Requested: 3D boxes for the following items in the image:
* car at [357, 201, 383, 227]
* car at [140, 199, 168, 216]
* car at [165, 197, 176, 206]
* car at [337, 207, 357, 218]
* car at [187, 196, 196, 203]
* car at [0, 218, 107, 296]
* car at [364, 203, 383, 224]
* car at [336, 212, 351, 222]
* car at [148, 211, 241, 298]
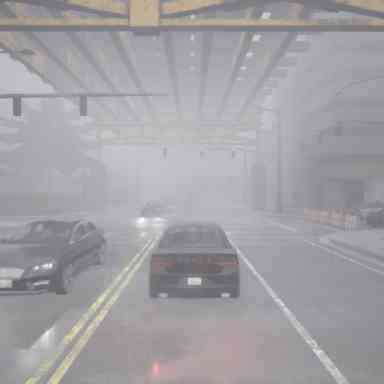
[{"bbox_3d":[13.212,1.450,20.851,4.974,1.542,2.038,0,0,-20],"label":"car"},{"bbox_3d":[-3.739,1.598,32.105,1.895,1.301,4.718,0,0,1],"label":"car"},{"bbox_3d":[-3.699,1.542,54.959,2.033,1.411,5.357,0,0,0],"label":"car"},{"bbox_3d":[13.575,1.293,24.990,4.536,1.218,1.853,0,0,25],"label":"car"},{"bbox_3d":[-0.063,1.485,66.351,2.128,1.511,4.902,0,0,0],"label":"car"},{"bbox_3d":[-3.621,1.490,8.809,2.128,1.511,4.902,0,0,0],"label":"car"},{"bbox_3d":[13.260,1.293,20.870,4.536,1.218,1.853,0,0,-20],"label":"car"},{"bbox_3d":[13.528,1.450,25.011,4.974,1.542,2.038,0,0,25],"label":"car"},{"bbox_3d":[0.052,1.477,8.544,1.882,1.535,5.008,0,0,0],"label":"car"}]
